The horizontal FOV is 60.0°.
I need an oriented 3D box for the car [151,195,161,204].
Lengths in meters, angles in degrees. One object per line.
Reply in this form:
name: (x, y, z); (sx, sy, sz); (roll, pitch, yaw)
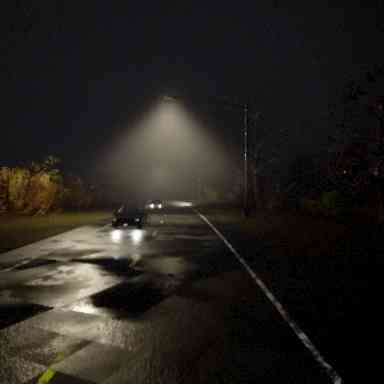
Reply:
car: (-6.897, 1.700, 64.606); (1.895, 1.301, 4.718); (0, 0, -5)

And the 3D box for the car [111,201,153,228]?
car: (-4.050, 1.569, 22.455); (2.033, 1.411, 5.357); (0, 0, -2)

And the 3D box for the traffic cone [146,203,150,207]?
traffic cone: (-7.161, 2.030, 52.579); (0.340, 0.580, 0.340); (0, 0, -5)
